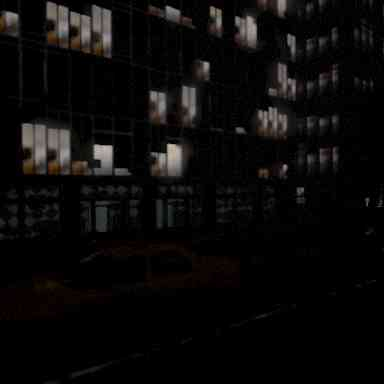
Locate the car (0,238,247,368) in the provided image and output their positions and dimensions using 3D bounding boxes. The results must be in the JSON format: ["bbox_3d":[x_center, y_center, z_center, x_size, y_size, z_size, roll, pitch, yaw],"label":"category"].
[{"bbox_3d":[-1.214,1.521,5.703,4.829,1.417,1.752,0,0,-35],"label":"car"}]

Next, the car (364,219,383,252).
[{"bbox_3d":[8.179,1.415,12.402,4.097,1.590,1.967,0,0,-35],"label":"car"}]
